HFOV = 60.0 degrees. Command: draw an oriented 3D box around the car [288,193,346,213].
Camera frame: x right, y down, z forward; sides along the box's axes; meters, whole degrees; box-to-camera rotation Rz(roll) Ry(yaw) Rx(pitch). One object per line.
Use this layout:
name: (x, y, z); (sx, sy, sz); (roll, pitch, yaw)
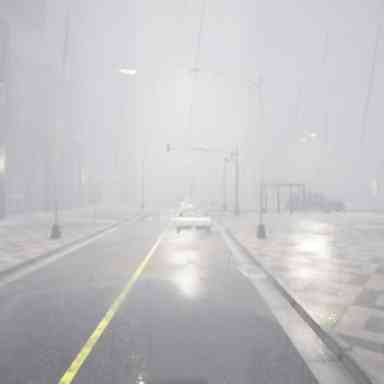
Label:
car: (12.142, 1.094, 32.953); (5.566, 2.045, 2.150); (-1, -1, 3)

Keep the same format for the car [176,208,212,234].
car: (0.092, 1.584, 19.198); (1.895, 1.301, 4.718); (0, 0, 0)

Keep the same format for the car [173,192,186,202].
car: (-3.017, 1.291, 71.047); (2.097, 1.767, 4.553); (0, 0, 0)
